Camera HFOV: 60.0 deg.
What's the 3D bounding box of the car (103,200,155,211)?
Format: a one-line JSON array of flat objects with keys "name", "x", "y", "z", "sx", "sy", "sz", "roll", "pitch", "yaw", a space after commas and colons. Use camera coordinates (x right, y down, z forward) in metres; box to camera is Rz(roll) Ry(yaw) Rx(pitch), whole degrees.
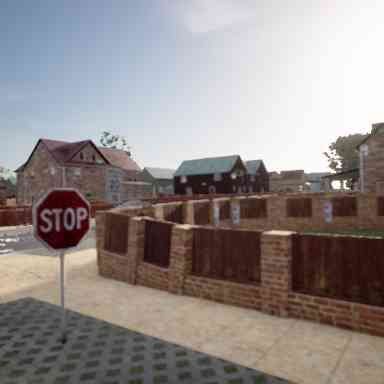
[{"name": "car", "x": -4.354, "y": 1.376, "z": 23.167, "sx": 1.882, "sy": 1.535, "sz": 5.008, "roll": -2, "pitch": 0, "yaw": 32}]
